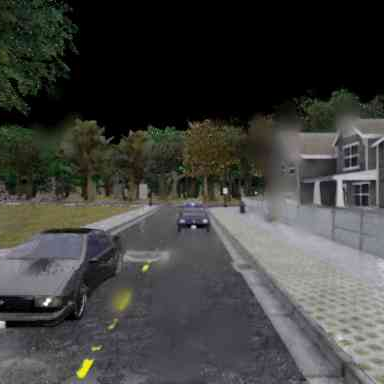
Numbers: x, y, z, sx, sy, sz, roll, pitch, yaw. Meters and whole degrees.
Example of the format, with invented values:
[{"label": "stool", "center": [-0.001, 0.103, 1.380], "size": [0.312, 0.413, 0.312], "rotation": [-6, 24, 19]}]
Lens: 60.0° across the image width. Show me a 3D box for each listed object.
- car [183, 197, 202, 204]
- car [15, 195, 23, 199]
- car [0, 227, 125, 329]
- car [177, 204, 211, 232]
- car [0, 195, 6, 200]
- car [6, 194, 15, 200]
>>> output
[{"label": "car", "center": [0.086, 1.386, 36.968], "size": [2.097, 1.767, 4.553], "rotation": [0, 0, 0]}, {"label": "car", "center": [-43.948, 1.302, 82.125], "size": [4.553, 1.767, 2.097], "rotation": [0, 0, 23]}, {"label": "car", "center": [-2.851, 1.551, 7.510], "size": [2.033, 1.411, 5.357], "rotation": [0, 0, 0]}, {"label": "car", "center": [0.094, 1.615, 20.147], "size": [1.895, 1.301, 4.718], "rotation": [0, 0, 0]}, {"label": "car", "center": [-43.216, 0.928, 71.194], "size": [5.566, 2.045, 2.150], "rotation": [0, 0, 23]}, {"label": "car", "center": [-45.235, 1.287, 79.140], "size": [4.553, 1.767, 2.097], "rotation": [0, 0, 23]}]
